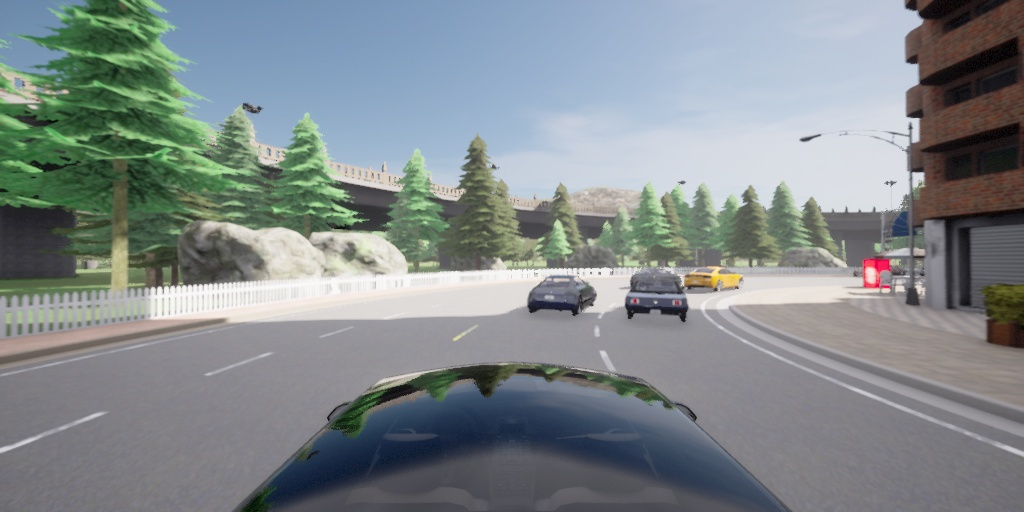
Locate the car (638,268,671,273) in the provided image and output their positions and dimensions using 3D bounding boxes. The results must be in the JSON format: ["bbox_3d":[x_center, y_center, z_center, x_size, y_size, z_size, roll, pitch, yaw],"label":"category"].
[{"bbox_3d":[10.283,1.576,25.651,4.181,1.385,1.994,0,-1,-38],"label":"car"}]

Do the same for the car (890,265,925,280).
[{"bbox_3d":[40.681,1.722,35.620,4.718,1.301,1.895,0,-1,1],"label":"car"}]

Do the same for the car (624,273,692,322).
[{"bbox_3d":[5.301,1.476,13.166,1.895,1.301,4.718,0,-1,23],"label":"car"}]

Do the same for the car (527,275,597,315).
[{"bbox_3d":[2.130,1.455,14.554,1.994,1.385,4.181,0,-1,24],"label":"car"}]

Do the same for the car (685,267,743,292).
[{"bbox_3d":[13.297,1.466,23.542,5.008,1.535,1.882,0,-1,-36],"label":"car"}]

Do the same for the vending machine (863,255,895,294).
[{"bbox_3d":[23.624,1.181,23.244,0.880,2.100,1.100,0,0,-13],"label":"vending machine"}]

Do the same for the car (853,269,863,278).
[{"bbox_3d":[40.033,1.685,39.129,4.674,1.442,1.812,0,-1,1],"label":"car"}]
